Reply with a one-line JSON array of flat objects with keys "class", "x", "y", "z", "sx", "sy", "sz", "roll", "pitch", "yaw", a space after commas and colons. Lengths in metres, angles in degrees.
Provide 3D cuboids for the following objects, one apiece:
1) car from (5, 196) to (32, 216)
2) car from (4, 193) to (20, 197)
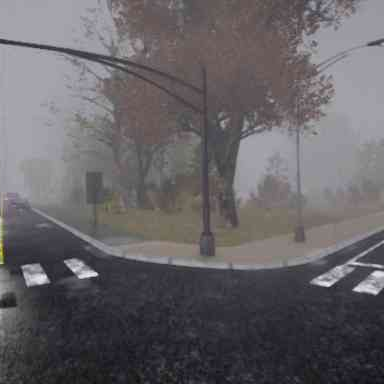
[{"class": "car", "x": -16.477, "y": 1.428, "z": 31.843, "sx": 2.128, "sy": 1.511, "sz": 4.902, "roll": -2, "pitch": 1, "yaw": -30}, {"class": "car", "x": -27.754, "y": 1.154, "z": 51.628, "sx": 2.150, "sy": 2.045, "sz": 5.566, "roll": -2, "pitch": 1, "yaw": -29}]
